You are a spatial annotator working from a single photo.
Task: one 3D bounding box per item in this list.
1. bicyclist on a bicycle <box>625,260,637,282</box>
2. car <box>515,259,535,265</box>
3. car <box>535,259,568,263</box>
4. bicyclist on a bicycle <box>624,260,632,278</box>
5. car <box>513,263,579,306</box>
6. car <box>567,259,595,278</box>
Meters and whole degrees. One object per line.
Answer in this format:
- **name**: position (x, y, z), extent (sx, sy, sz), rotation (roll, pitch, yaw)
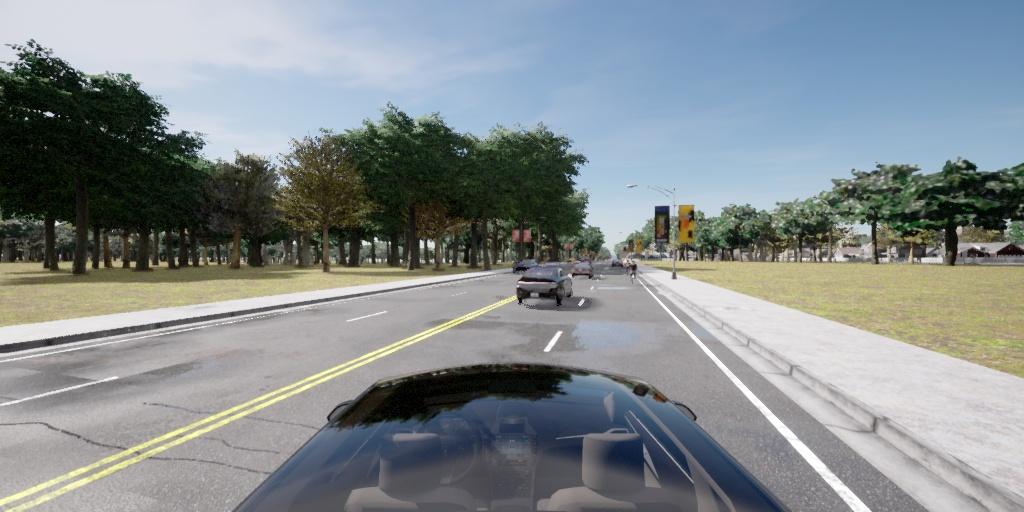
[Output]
- **bicyclist on a bicycle**: position (8.251, 1.126, 24.547), extent (0.659, 1.776, 1.843), rotation (0, 0, 16)
- **car**: position (1.567, 1.112, 40.134), extent (2.097, 1.767, 4.553), rotation (0, 0, 16)
- **car**: position (4.282, 1.307, 37.822), extent (2.033, 1.411, 5.357), rotation (0, 0, 16)
- **bicyclist on a bicycle**: position (10.808, 1.211, 33.410), extent (0.582, 1.620, 1.656), rotation (0, 0, 16)
- **car**: position (1.542, 1.244, 15.875), extent (2.128, 1.511, 4.902), rotation (0, 0, 16)
- **car**: position (6.666, 1.305, 33.636), extent (2.033, 1.411, 5.357), rotation (0, 0, 16)
